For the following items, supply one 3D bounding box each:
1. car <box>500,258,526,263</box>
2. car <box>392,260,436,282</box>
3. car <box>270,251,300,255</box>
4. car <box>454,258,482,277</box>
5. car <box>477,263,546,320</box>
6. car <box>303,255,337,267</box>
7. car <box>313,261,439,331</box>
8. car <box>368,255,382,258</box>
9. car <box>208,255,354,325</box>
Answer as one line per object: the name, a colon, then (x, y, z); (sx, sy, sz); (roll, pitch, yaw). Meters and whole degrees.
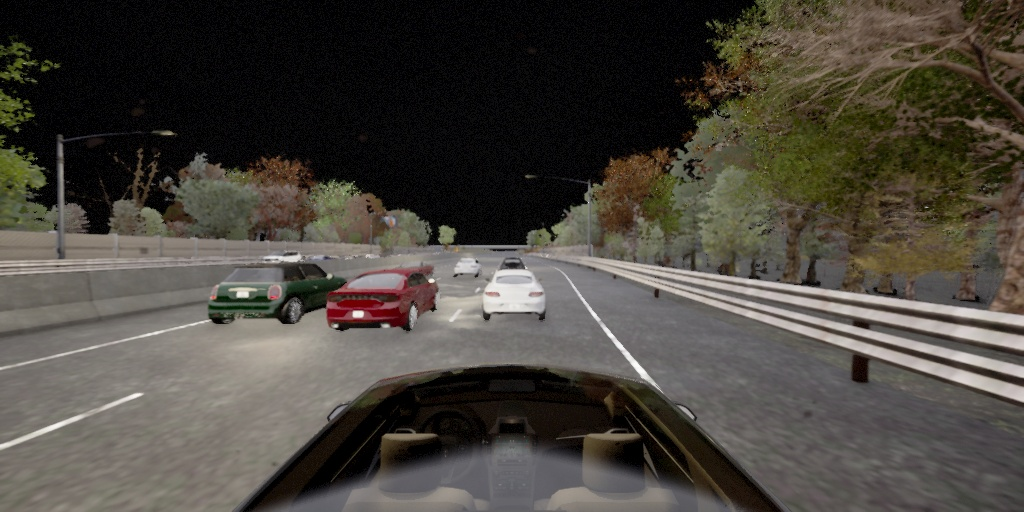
car: (0.046, 0.884, 27.887); (1.837, 1.490, 4.892); (0, 1, 0)
car: (-6.957, 1.006, 26.013); (1.895, 1.301, 4.718); (0, 1, 0)
car: (-28.117, 0.385, 43.866); (2.150, 2.045, 5.566); (0, 1, 0)
car: (-3.461, 0.895, 28.654); (1.812, 1.442, 4.674); (0, 1, 0)
car: (0.067, 1.132, 11.744); (1.812, 1.442, 4.674); (0, 1, 0)
car: (-24.641, 0.659, 46.132); (1.812, 1.442, 4.674); (0, 0, 0)
car: (-3.434, 1.102, 10.482); (1.882, 1.535, 5.008); (0, 1, 0)
car: (-17.648, 0.659, 46.153); (1.812, 1.442, 4.674); (0, 1, 0)
car: (-6.934, 0.967, 11.364); (2.097, 1.767, 4.553); (0, 1, 0)
